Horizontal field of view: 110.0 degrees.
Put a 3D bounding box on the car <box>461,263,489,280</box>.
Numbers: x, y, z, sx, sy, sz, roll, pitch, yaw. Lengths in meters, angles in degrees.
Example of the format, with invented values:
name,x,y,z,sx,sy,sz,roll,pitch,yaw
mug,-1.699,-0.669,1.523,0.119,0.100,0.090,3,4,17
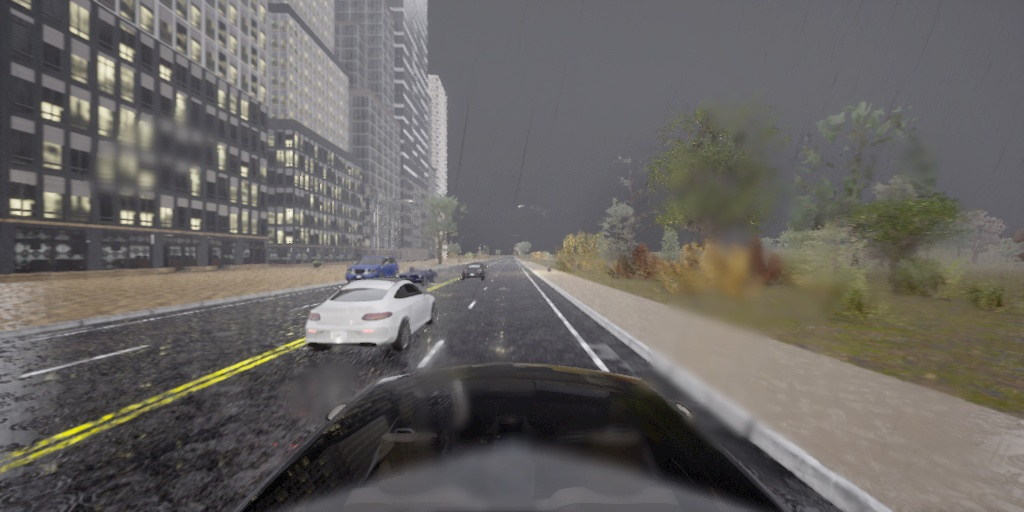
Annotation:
name,x,y,z,sx,sy,sz,roll,pitch,yaw
car,-3.150,1.279,30.621,1.812,1.442,4.674,0,0,0

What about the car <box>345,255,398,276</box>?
name,x,y,z,sx,sy,sz,roll,pitch,yaw
car,-9.755,0.976,25.618,2.150,2.045,5.566,0,0,0

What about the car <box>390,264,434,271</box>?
name,x,y,z,sx,sy,sz,roll,pitch,yaw
car,-6.512,1.355,24.800,1.895,1.301,4.718,0,0,0

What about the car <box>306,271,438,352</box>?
name,x,y,z,sx,sy,sz,roll,pitch,yaw
car,-3.150,1.277,8.830,1.812,1.442,4.674,0,0,0
